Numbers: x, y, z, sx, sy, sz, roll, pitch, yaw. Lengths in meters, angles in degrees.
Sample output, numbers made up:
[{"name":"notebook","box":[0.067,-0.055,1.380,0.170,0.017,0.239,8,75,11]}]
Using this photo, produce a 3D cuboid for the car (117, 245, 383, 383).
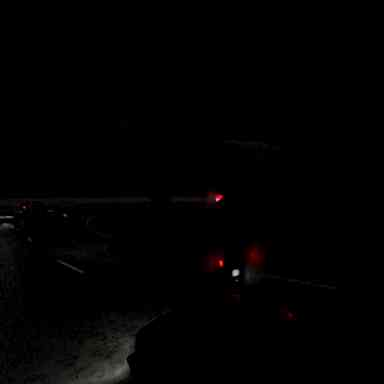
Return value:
[{"name":"car","box":[1.880,1.570,2.777,5.357,1.411,2.033,0,0,37]}]

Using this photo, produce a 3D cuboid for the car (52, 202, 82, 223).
[{"name":"car","box":[-9.951,1.546,26.707,1.882,1.535,5.008,0,0,-16]}]

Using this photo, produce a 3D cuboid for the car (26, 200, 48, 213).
[{"name":"car","box":[-18.081,1.642,37.848,1.994,1.385,4.181,0,0,0]}]

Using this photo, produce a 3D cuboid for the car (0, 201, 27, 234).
[{"name":"car","box":[-11.003,1.524,19.266,2.128,1.511,4.902,0,0,-24]}]

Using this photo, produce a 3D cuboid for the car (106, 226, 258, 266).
[{"name":"car","box":[-0.504,1.640,9.538,1.895,1.301,4.718,0,0,-45]}]
